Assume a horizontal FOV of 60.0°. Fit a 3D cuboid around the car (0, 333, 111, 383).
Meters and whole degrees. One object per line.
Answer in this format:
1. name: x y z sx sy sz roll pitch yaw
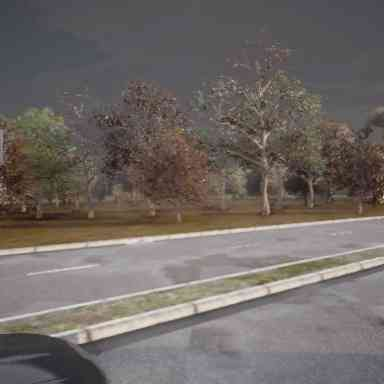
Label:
1. car: -2.739 1.507 1.486 4.892 1.490 1.837 0 0 -35
